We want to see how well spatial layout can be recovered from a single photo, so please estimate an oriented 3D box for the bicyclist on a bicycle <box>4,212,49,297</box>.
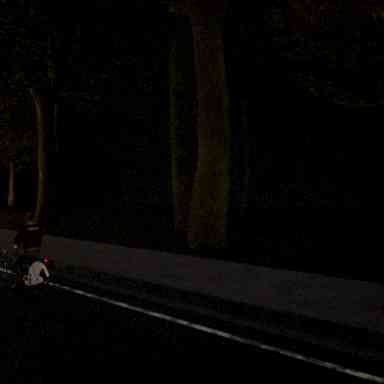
[{"bbox_3d":[-3.665,1.323,7.272,1.843,1.776,0.659,1,0,36],"label":"bicyclist on a bicycle"}]
